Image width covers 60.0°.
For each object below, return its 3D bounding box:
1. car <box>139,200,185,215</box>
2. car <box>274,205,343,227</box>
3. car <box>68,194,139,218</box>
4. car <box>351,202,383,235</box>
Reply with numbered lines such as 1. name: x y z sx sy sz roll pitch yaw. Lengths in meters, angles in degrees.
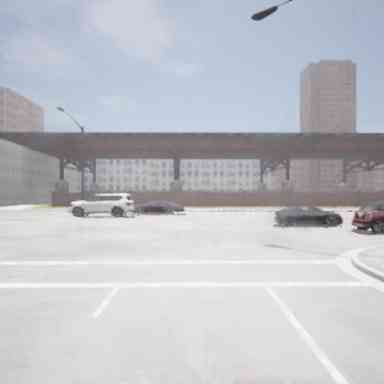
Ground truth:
1. car: -3.344 1.482 32.380 5.357 1.411 2.033 0 0 1
2. car: 7.470 1.520 21.585 4.181 1.385 1.994 0 0 1
3. car: -7.774 1.163 28.928 5.566 2.045 2.150 0 0 1
4. car: 11.325 1.314 18.152 4.553 1.767 2.097 0 0 2
